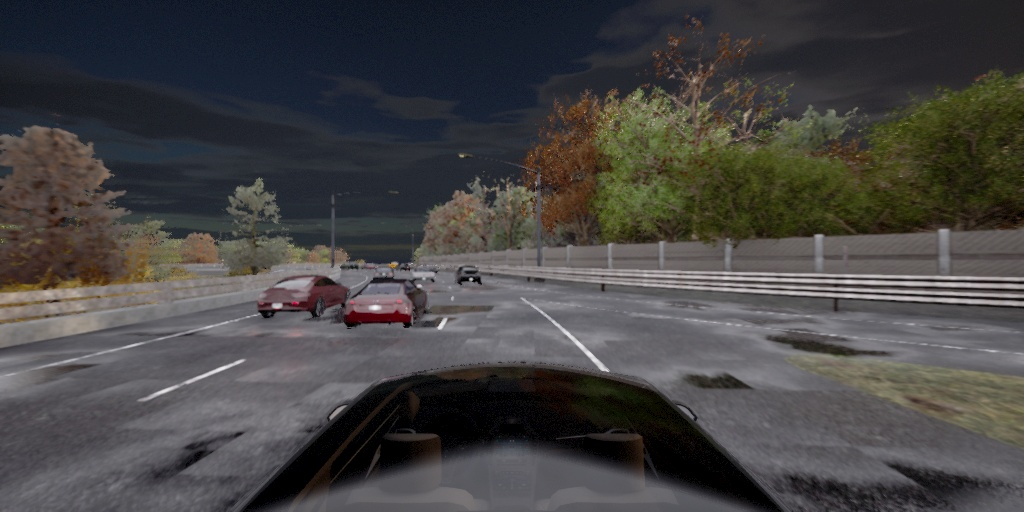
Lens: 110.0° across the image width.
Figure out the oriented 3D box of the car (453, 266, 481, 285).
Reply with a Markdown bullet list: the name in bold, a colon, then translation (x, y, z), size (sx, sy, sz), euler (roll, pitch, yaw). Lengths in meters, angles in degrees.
- **car**: translation (-3.779, 1.591, 30.176), size (1.837, 1.490, 4.892), euler (0, -1, -15)

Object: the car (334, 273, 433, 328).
- **car**: translation (-4.042, 1.450, 12.080), size (1.994, 1.385, 4.181), euler (0, -1, -5)

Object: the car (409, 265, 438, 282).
- **car**: translation (-8.442, 1.751, 33.882), size (1.895, 1.301, 4.718), euler (0, -1, -17)

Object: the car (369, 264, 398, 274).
- **car**: translation (-12.269, 1.724, 34.512), size (2.033, 1.411, 5.357), euler (0, -1, -18)

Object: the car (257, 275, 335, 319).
- **car**: translation (-7.768, 1.449, 13.774), size (1.812, 1.442, 4.674), euler (0, -1, -6)
